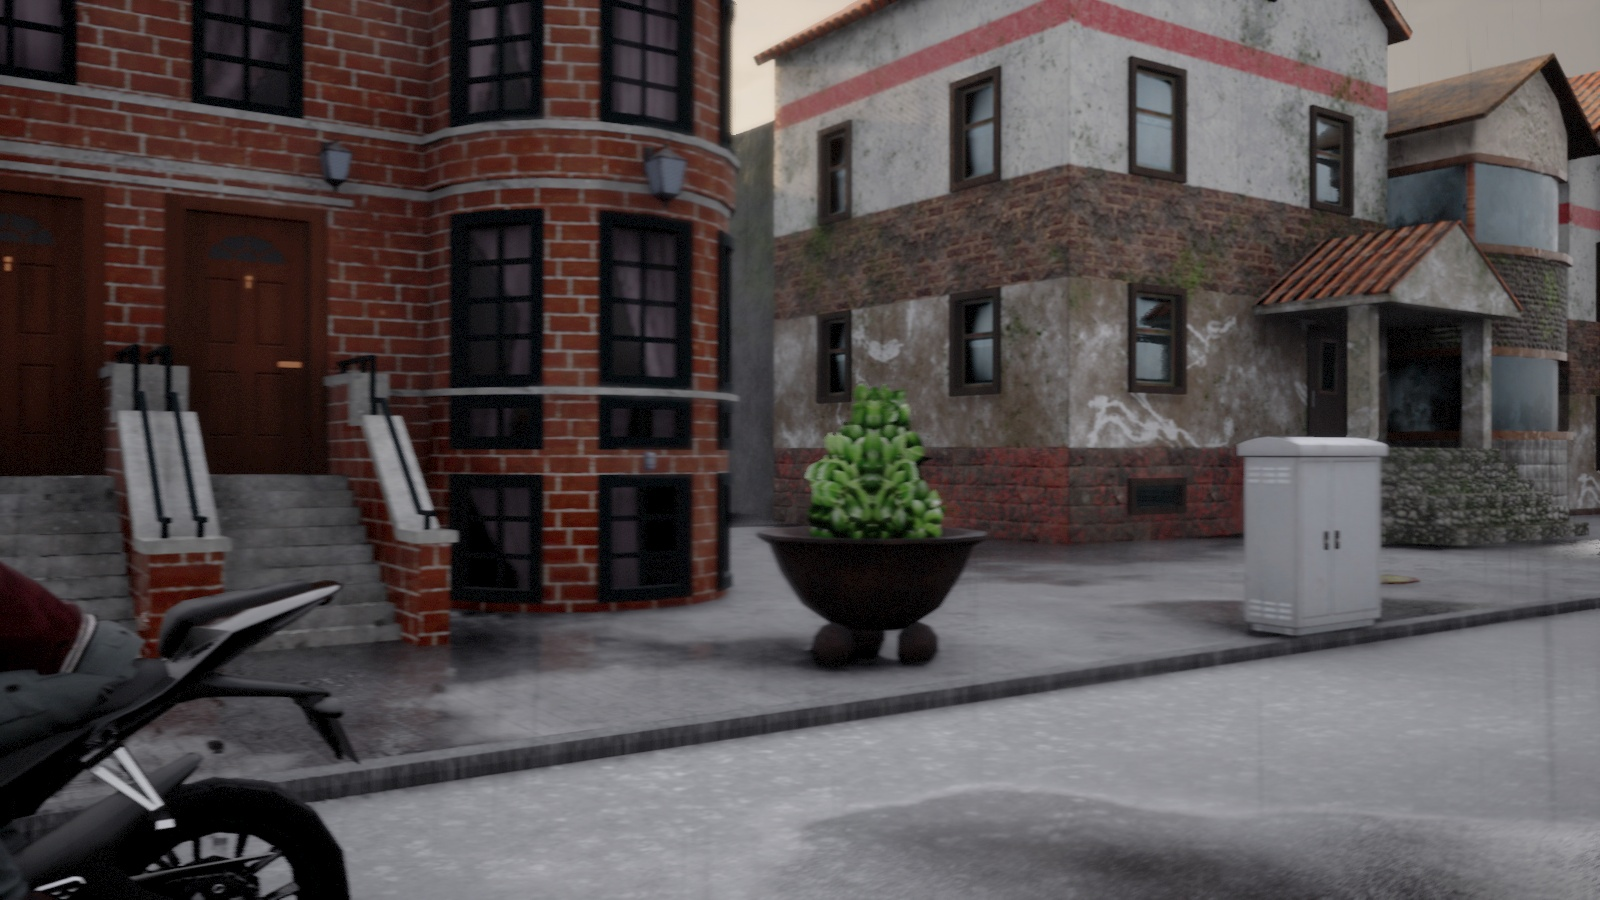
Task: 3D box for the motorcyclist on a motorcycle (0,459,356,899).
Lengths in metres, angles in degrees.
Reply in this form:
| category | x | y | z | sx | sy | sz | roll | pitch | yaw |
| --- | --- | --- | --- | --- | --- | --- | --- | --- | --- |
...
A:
| category | x | y | z | sx | sy | sz | roll | pitch | yaw |
| --- | --- | --- | --- | --- | --- | --- | --- | --- | --- |
| motorcyclist on a motorcycle | -2.209 | 0.791 | 2.731 | 2.191 | 1.530 | 0.866 | 0 | 0 | -35 |
